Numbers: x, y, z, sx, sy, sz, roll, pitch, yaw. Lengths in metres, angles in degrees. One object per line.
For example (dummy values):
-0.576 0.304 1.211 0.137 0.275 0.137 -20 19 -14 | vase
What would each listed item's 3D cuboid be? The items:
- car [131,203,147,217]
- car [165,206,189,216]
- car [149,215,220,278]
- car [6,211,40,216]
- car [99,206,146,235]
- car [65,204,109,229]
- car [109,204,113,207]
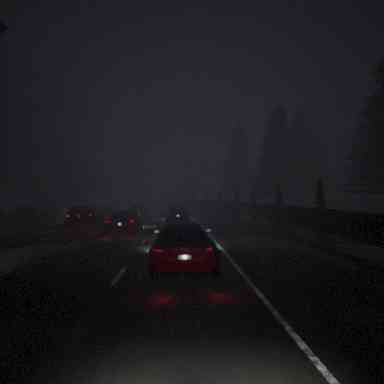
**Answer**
-6.038 1.956 37.087 1.882 1.535 5.008 -1 0 -10 | car
-1.318 1.874 28.306 1.994 1.385 4.181 -1 -1 -6 | car
-0.281 1.677 10.588 1.994 1.385 4.181 -1 -1 -3 | car
-15.793 2.076 31.230 2.128 1.511 4.902 -1 -1 -6 | car
-4.283 1.852 21.212 1.994 1.385 4.181 -1 -1 -3 | car
-8.089 1.747 25.465 2.097 1.767 4.553 -1 -1 -4 | car
-10.036 2.094 39.256 1.812 1.442 4.674 -1 0 -11 | car
